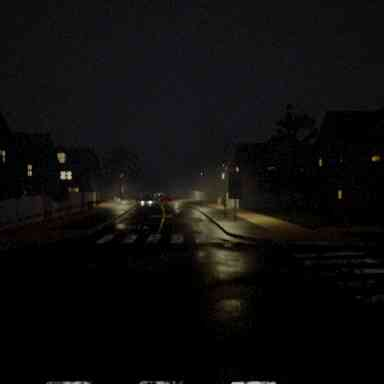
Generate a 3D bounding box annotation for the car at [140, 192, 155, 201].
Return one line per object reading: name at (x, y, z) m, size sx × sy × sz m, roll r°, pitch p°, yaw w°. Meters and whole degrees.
car at (-7.774, 0.818, 56.014) m, size 1.994 × 1.385 × 4.181 m, roll 0°, pitch 0°, yaw -11°

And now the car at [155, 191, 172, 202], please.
car at (-4.283, 0.884, 52.428) m, size 1.895 × 1.301 × 4.718 m, roll 0°, pitch 1°, yaw -11°
